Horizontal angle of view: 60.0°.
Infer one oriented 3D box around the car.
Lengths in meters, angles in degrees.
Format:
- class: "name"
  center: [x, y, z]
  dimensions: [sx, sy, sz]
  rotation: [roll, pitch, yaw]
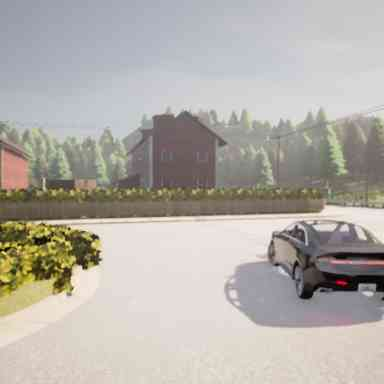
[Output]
- class: "car"
  center: [3.162, 1.419, 8.167]
  dimensions: [2.128, 1.511, 4.902]
  rotation: [0, 0, 3]
